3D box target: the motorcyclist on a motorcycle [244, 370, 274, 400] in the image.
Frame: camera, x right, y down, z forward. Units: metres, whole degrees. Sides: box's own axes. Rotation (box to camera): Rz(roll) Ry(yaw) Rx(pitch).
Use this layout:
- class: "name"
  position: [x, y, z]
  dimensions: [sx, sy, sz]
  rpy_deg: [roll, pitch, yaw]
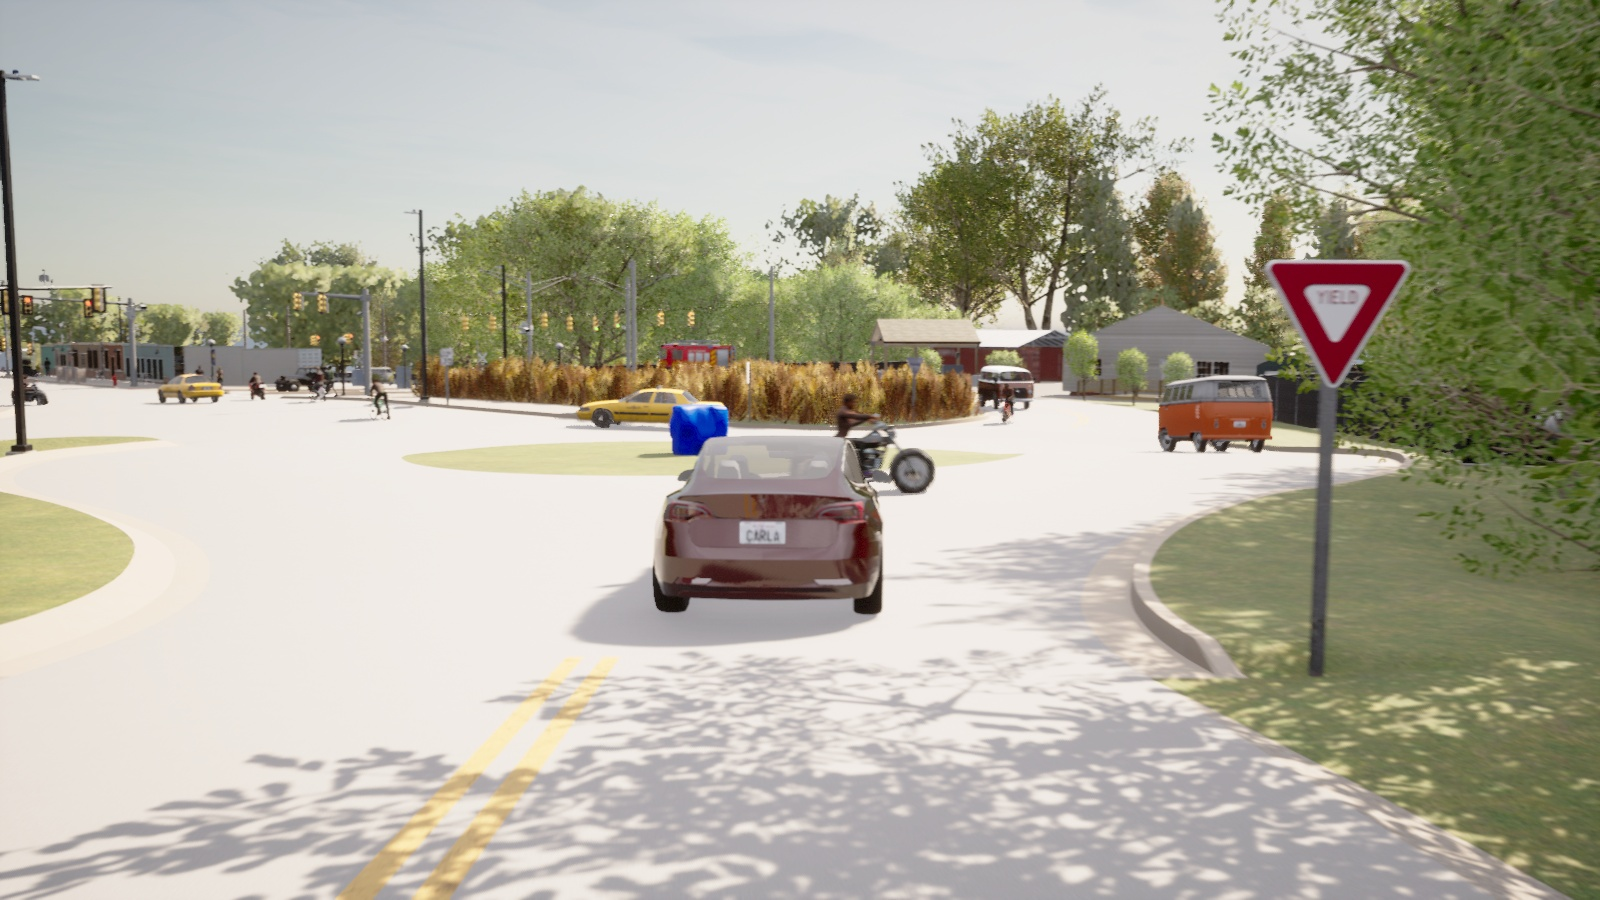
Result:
- class: "motorcyclist on a motorcycle"
  position: [-28.864, -3.471, 66.952]
  dimensions: [0.797, 1.523, 2.044]
  rpy_deg: [-5, 5, -42]

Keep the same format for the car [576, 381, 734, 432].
- class: "car"
  position: [-5.238, -1.603, 45.590]
  dimensions: [5.366, 1.575, 1.801]
  rpy_deg: [2, 6, 8]

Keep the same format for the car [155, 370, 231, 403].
- class: "car"
  position: [-30.841, -3.247, 63.706]
  dimensions: [1.801, 1.575, 5.366]
  rpy_deg: [-5, 6, -44]

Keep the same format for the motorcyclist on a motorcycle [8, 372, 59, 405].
- class: "motorcyclist on a motorcycle"
  position: [-38.707, -3.099, 63.405]
  dimensions: [2.350, 1.649, 0.766]
  rpy_deg: [1, 6, 19]

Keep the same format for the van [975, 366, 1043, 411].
- class: "van"
  position: [10.064, -3.019, 60.799]
  dimensions: [2.069, 2.038, 4.480]
  rpy_deg: [0, 5, -6]

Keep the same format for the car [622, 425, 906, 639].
- class: "car"
  position: [-0.171, 0.579, 11.967]
  dimensions: [2.163, 1.488, 4.792]
  rpy_deg: [0, 3, 3]

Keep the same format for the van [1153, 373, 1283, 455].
- class: "van"
  position: [10.886, -0.904, 33.056]
  dimensions: [1.775, 1.987, 4.442]
  rpy_deg: [0, 0, -2]

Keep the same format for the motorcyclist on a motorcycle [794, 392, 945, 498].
- class: "motorcyclist on a motorcycle"
  position: [1.117, -0.100, 19.965]
  dimensions: [2.350, 1.649, 0.766]
  rpy_deg: [0, 3, 7]

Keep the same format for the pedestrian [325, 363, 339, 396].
- class: "pedestrian"
  position: [-26.883, -4.055, 72.123]
  dimensions: [0.614, 1.847, 0.353]
  rpy_deg: [4, 6, 31]

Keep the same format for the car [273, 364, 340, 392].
- class: "car"
  position: [-34.024, -4.954, 86.698]
  dimensions: [1.905, 1.878, 3.866]
  rpy_deg: [5, 5, 41]
